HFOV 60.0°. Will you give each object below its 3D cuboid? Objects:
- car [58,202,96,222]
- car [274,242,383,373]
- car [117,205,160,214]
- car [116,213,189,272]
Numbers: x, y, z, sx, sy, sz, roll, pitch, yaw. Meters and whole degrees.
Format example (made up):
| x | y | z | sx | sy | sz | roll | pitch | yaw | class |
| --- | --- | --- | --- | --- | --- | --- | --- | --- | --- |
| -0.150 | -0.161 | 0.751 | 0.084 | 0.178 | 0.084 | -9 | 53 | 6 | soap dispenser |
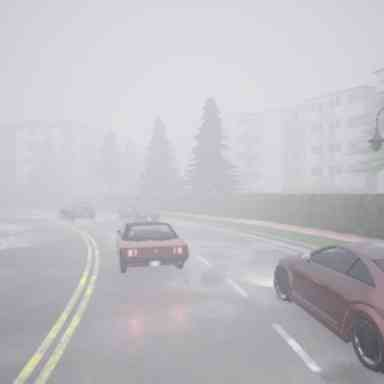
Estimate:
| x | y | z | sx | sy | sz | roll | pitch | yaw | class |
| --- | --- | --- | --- | --- | --- | --- | --- | --- | --- |
| -9.445 | 1.559 | 27.133 | 2.128 | 1.511 | 4.902 | 0 | 0 | -36 | car |
| 2.947 | 1.541 | 5.679 | 1.994 | 1.385 | 4.181 | 0 | 0 | -7 | car |
| -4.268 | 1.630 | 25.891 | 1.895 | 1.301 | 4.718 | 0 | 0 | -32 | car |
| -1.514 | 1.611 | 10.952 | 1.895 | 1.301 | 4.718 | 0 | 0 | -14 | car |
